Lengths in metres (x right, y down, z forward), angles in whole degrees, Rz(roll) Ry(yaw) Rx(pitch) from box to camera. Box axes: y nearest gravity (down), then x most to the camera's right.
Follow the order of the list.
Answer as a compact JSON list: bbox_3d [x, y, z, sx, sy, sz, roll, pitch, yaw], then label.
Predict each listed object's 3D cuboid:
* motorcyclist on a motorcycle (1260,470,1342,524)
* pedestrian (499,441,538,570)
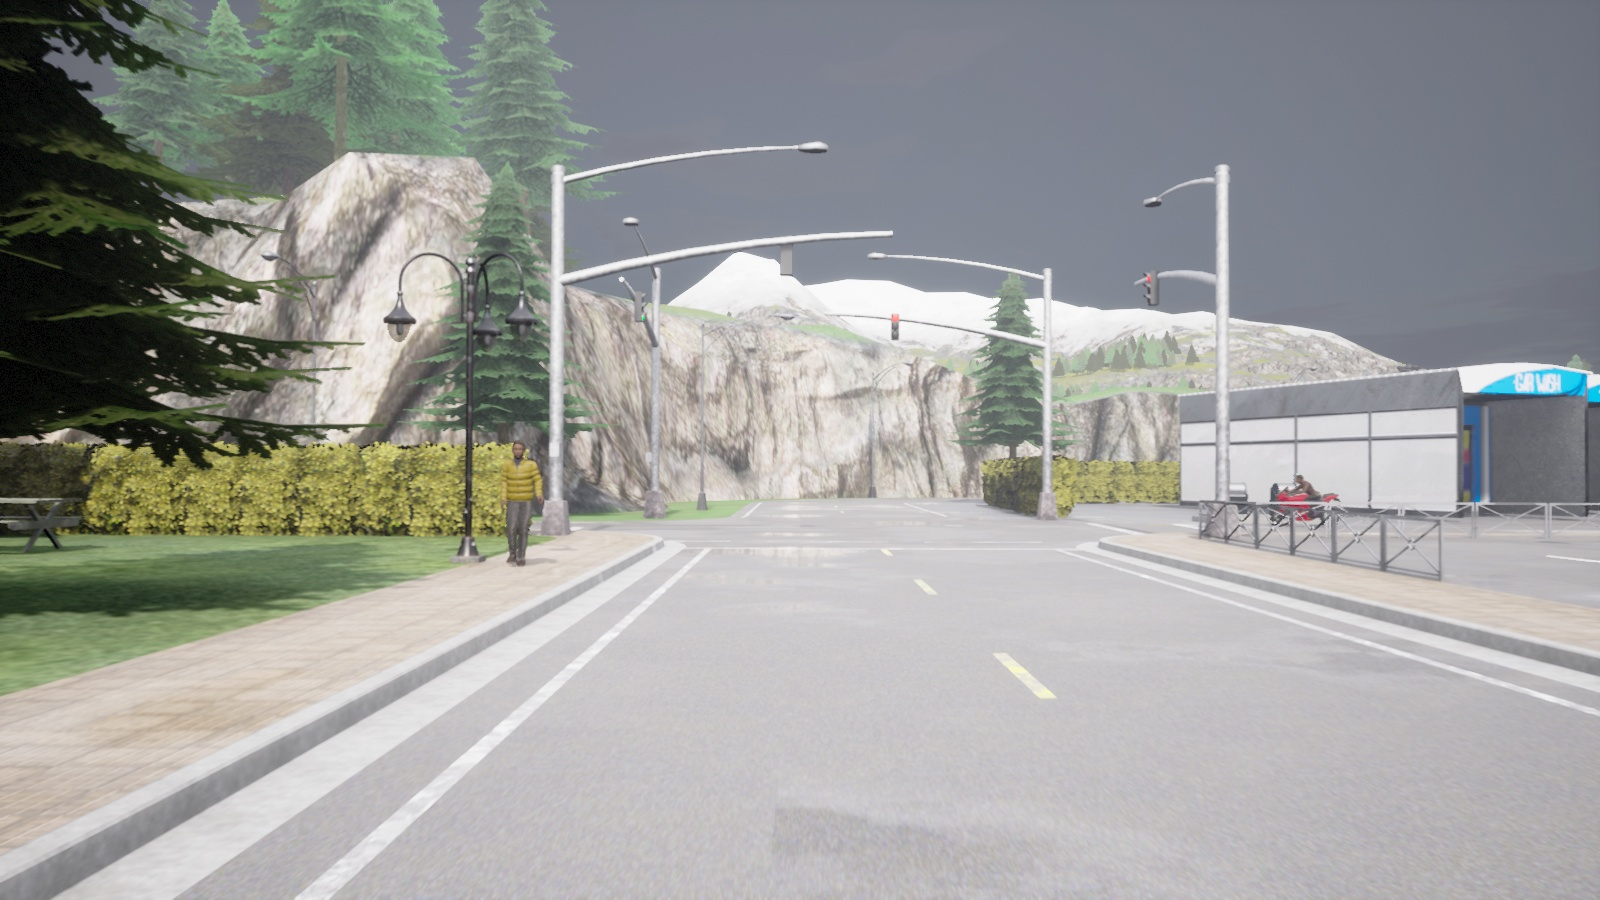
[{"bbox_3d":[14.371,1.343,36.053,2.044,1.523,0.797,0,-1,1],"label":"motorcyclist on a motorcycle"},{"bbox_3d":[-4.074,0.791,18.215,0.431,1.840,0.709,0,-1,-2],"label":"pedestrian"}]
